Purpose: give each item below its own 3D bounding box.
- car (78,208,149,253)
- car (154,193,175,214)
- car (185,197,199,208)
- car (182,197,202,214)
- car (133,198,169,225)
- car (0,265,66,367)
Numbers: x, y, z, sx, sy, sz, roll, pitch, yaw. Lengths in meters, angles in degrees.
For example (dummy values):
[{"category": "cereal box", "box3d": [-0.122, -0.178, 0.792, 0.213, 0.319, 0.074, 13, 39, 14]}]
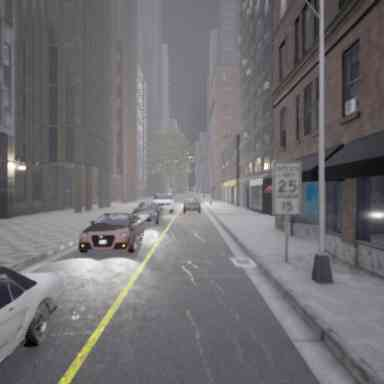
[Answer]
[{"category": "car", "box3d": [-3.103, 1.543, 13.532, 1.994, 1.385, 4.181, 0, 0, 0]}, {"category": "car", "box3d": [-3.039, 1.161, 35.496, 2.150, 2.045, 5.566, 0, 0, 0]}, {"category": "car", "box3d": [0.002, 1.445, 46.284, 1.812, 1.442, 4.674, 0, 0, 0]}, {"category": "car", "box3d": [-0.006, 1.435, 34.608, 2.128, 1.511, 4.902, 0, 0, 0]}, {"category": "car", "box3d": [-3.095, 1.453, 23.958, 2.128, 1.511, 4.902, 0, 0, 0]}, {"category": "car", "box3d": [-3.089, 1.595, 3.522, 1.895, 1.301, 4.718, 0, 0, 0]}]
